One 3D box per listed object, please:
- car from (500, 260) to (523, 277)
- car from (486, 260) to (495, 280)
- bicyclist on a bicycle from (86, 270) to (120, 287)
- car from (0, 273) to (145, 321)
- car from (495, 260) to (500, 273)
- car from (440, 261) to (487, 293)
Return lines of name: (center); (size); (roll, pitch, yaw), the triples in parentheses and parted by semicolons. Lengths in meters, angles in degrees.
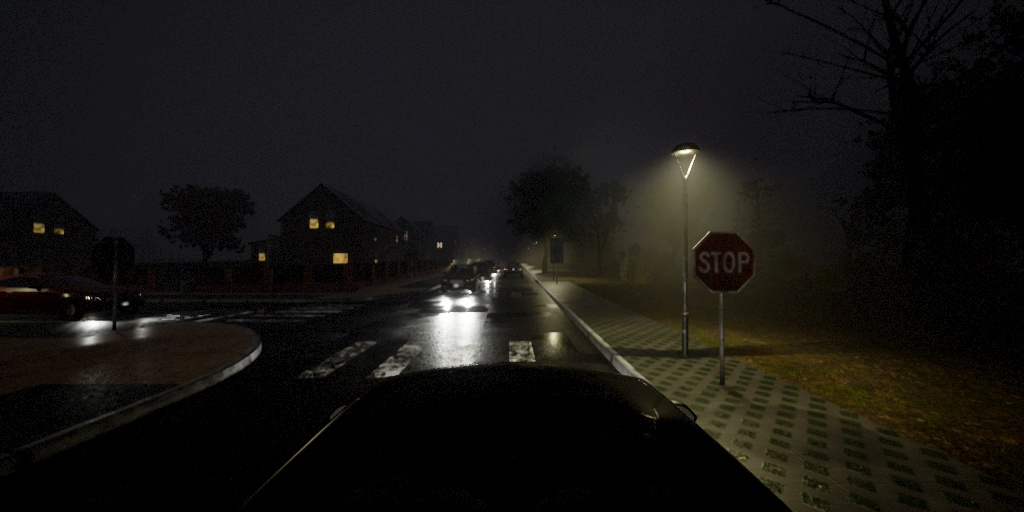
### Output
car: (0.149, 1.316, 35.914); (2.033, 1.411, 5.357); (0, 0, 0)
car: (-2.806, 1.269, 31.925); (1.837, 1.490, 4.892); (0, 0, 0)
bicyclist on a bicycle: (-20.211, 1.204, 17.676); (0.582, 1.620, 1.656); (0, -1, 2)
car: (-14.777, 1.271, 11.635); (4.674, 1.442, 1.812); (0, -1, 2)
car: (-2.778, 1.290, 44.123); (1.837, 1.490, 4.892); (0, 0, 0)
car: (-2.829, 1.244, 20.649); (2.128, 1.511, 4.902); (0, 0, 0)
